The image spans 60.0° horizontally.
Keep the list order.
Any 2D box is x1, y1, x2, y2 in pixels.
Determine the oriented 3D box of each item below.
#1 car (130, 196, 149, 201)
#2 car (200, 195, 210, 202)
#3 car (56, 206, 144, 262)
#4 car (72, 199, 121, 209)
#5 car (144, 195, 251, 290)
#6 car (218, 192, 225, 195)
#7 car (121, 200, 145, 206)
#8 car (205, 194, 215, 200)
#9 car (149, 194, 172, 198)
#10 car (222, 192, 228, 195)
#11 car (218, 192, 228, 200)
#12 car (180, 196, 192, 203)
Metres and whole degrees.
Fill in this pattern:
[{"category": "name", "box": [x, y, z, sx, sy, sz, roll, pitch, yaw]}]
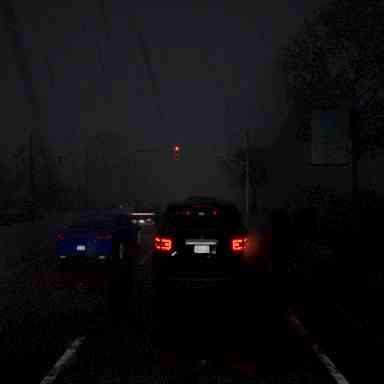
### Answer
[{"category": "car", "box": [-8.017, 1.564, 48.515, 1.994, 1.385, 4.181, 0, 0, 6]}, {"category": "car", "box": [3.156, 1.518, 79.013, 1.812, 1.442, 4.674, 0, 0, 10]}, {"category": "car", "box": [-3.169, 1.478, 12.166, 1.882, 1.535, 5.008, 0, 0, 2]}, {"category": "car", "box": [-10.633, 1.547, 37.505, 5.357, 1.411, 2.033, 0, 0, -3]}, {"category": "car", "box": [0.254, 1.221, 9.228, 2.150, 2.045, 5.566, 0, 0, 1]}, {"category": "car", "box": [0.596, 1.221, 19.560, 2.150, 2.045, 5.566, 0, 0, 2]}, {"category": "car", "box": [-2.806, 1.491, 21.657, 2.128, 1.511, 4.902, 0, 0, 2]}, {"category": "car", "box": [4.873, 1.390, 88.815, 2.033, 1.411, 5.357, 0, 0, 11]}, {"category": "car", "box": [-4.486, 1.477, 48.648, 1.882, 1.535, 5.008, 0, 0, 6]}, {"category": "car", "box": [6.611, 1.350, 78.457, 2.097, 1.767, 4.553, 0, 0, 10]}, {"category": "car", "box": [8.399, 1.093, 88.623, 2.150, 2.045, 5.566, 0, 0, 11]}, {"category": "car", "box": [-1.305, 1.552, 73.259, 1.994, 1.385, 4.181, 0, 0, 9]}]
